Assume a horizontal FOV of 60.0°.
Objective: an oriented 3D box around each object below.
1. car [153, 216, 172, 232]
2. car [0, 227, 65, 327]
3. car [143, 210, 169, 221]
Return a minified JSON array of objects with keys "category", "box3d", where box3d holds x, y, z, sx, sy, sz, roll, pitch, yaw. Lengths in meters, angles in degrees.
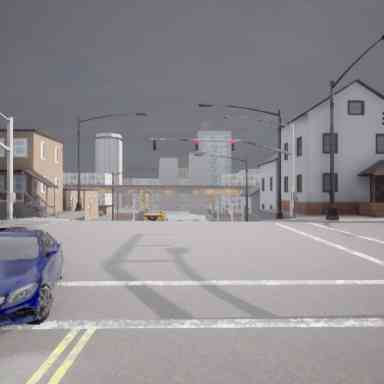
[{"category":"car","box3d":[-3.781,4.235,43.687,2.128,1.511,4.902,0,-13,-1]},{"category":"car","box3d":[-3.811,1.521,6.991,1.812,1.442,4.674,1,0,-15]},{"category":"car","box3d":[-3.673,2.536,33.465,1.882,1.535,5.008,0,-9,1]}]
